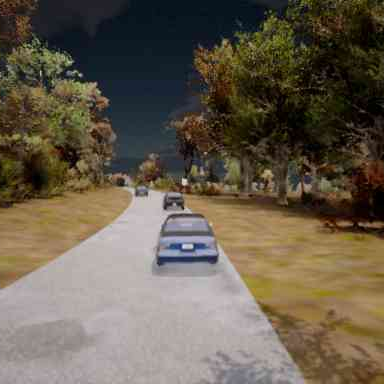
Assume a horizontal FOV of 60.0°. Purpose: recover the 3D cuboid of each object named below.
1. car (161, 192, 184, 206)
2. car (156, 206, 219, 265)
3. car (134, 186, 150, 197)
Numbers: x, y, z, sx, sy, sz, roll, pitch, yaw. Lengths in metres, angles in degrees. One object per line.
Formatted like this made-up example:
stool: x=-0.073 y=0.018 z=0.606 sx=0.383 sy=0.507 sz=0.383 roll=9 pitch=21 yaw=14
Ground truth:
car: x=-1.788 y=0.720 z=31.261 sx=1.837 sy=1.490 sz=4.892 roll=0 pitch=3 yaw=-6
car: x=-0.204 y=1.428 z=11.217 sx=2.033 sy=1.411 sz=5.357 roll=0 pitch=1 yaw=-2
car: x=-7.161 y=-0.131 z=47.198 sx=1.837 sy=1.490 sz=4.892 roll=1 pitch=3 yaw=-10
